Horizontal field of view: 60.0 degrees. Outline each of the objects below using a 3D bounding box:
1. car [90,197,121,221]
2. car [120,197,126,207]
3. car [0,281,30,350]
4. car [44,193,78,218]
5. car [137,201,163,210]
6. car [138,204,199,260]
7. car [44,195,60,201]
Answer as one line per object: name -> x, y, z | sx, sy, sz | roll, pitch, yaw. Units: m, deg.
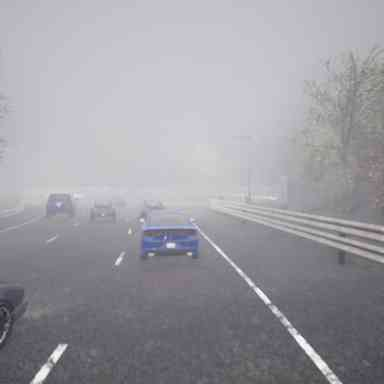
car -> -6.891, 1.391, 25.905 | 2.128, 1.511, 4.902 | 0, 0, -14
car -> -10.709, 1.359, 46.976 | 2.033, 1.411, 5.357 | 0, 0, -25
car -> -3.522, 1.546, 2.983 | 2.033, 1.411, 5.357 | 0, 0, -2
car -> -11.260, 1.124, 28.906 | 2.150, 2.045, 5.566 | 0, 0, -16
car -> -2.997, 1.381, 24.724 | 2.128, 1.511, 4.902 | 0, 0, -13
car -> -0.908, 1.420, 12.338 | 1.882, 1.535, 5.008 | 0, 0, -7
car -> -33.687, 1.338, 79.870 | 4.718, 1.301, 1.895 | 0, 0, 44
